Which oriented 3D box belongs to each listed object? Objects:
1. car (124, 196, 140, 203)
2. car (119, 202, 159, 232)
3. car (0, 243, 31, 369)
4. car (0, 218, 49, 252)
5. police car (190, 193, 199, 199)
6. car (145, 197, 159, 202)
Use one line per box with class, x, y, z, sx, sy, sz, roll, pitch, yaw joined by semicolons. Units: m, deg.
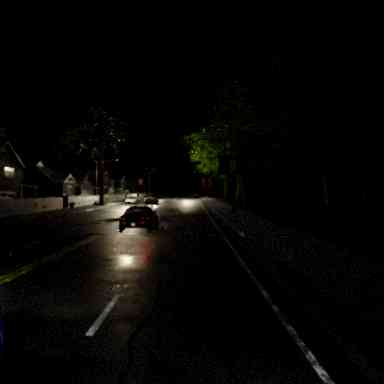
car;-9.815;1.470;54.415;1.812;1.442;4.674;0;0;0
car;-3.150;1.551;20.079;1.812;1.442;4.674;0;0;0
car;-3.148;1.487;1.982;1.882;1.535;5.008;0;0;0
car;-6.600;1.585;11.342;1.994;1.385;4.181;0;0;0
police car;1.127;1.174;95.420;1.930;1.638;5.238;0;0;0
car;-6.565;1.508;54.471;1.994;1.385;4.181;0;0;0
